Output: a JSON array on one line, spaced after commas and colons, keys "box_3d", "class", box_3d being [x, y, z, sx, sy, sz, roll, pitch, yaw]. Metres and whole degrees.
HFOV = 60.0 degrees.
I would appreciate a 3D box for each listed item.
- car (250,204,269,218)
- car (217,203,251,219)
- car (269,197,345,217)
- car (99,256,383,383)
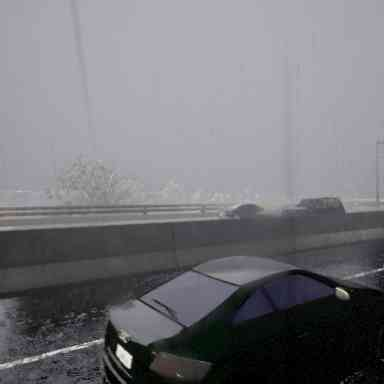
[{"box_3d": [7.454, 1.708, 26.223, 5.357, 1.411, 2.033, 1, 0, -35], "class": "car"}, {"box_3d": [4.312, 1.675, 28.304, 4.674, 1.442, 1.812, 1, 0, -35], "class": "car"}, {"box_3d": [8.060, 1.368, 22.386, 5.566, 2.045, 2.150, 0, 0, -35], "class": "car"}, {"box_3d": [0.971, 1.587, 4.408, 4.181, 1.385, 1.994, 1, 0, -35], "class": "car"}]
